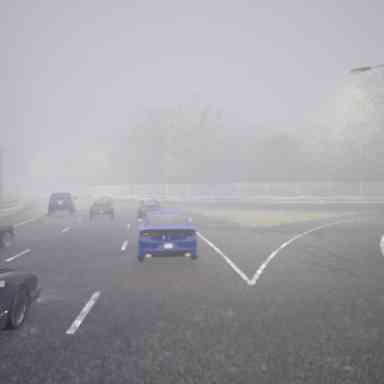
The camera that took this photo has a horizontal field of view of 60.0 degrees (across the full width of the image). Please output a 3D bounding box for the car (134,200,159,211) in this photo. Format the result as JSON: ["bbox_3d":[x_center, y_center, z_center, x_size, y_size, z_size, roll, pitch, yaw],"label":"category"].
[{"bbox_3d":[-3.369,1.325,25.625,2.128,1.511,4.902,0,0,-13],"label":"car"}]

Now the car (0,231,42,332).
[{"bbox_3d":[-3.598,1.532,3.685,2.033,1.411,5.357,0,0,-3],"label":"car"}]

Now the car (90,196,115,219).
[{"bbox_3d":[-7.444,1.324,27.606,2.128,1.511,4.902,0,0,-14],"label":"car"}]

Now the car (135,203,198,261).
[{"bbox_3d":[-0.952,1.397,12.103,1.882,1.535,5.008,0,0,-6],"label":"car"}]

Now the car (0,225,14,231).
[{"bbox_3d":[-7.726,1.547,11.042,1.895,1.301,4.718,0,0,-6],"label":"car"}]

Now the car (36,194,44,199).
[{"bbox_3d":[-37.182,1.136,82.854,4.718,1.301,1.895,0,1,43],"label":"car"}]

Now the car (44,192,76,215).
[{"bbox_3d":[-12.241,1.041,31.458,2.150,2.045,5.566,0,0,-17],"label":"car"}]
